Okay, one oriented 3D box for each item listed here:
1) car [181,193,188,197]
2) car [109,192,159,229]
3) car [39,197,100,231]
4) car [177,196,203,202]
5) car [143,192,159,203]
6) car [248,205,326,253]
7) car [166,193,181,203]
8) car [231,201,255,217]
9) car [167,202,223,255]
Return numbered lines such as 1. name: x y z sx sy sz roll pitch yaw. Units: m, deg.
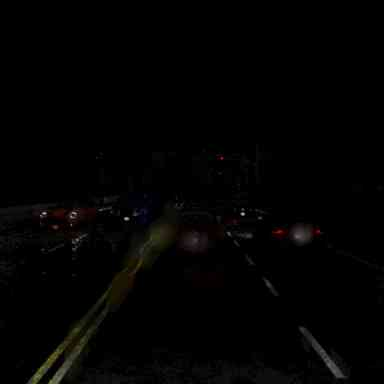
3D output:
1. car: -2.760 0.809 79.562 1.895 1.301 4.718 0 1 -26
2. car: -3.399 1.041 20.247 2.150 2.045 5.566 0 0 1
3. car: -6.920 1.179 19.146 2.097 1.767 4.553 0 1 1
4. car: 0.186 1.314 25.904 2.033 1.411 5.357 0 0 1
5. car: -6.715 0.859 55.097 2.097 1.767 4.553 0 1 1
6. car: 3.628 1.446 13.107 1.994 1.385 4.181 0 1 1
7. car: -3.212 1.010 55.368 1.837 1.490 4.892 0 0 1
8. car: 4.220 1.355 27.382 1.895 1.301 4.718 0 1 9
9. car: 0.122 1.361 12.878 1.882 1.535 5.008 0 1 1
